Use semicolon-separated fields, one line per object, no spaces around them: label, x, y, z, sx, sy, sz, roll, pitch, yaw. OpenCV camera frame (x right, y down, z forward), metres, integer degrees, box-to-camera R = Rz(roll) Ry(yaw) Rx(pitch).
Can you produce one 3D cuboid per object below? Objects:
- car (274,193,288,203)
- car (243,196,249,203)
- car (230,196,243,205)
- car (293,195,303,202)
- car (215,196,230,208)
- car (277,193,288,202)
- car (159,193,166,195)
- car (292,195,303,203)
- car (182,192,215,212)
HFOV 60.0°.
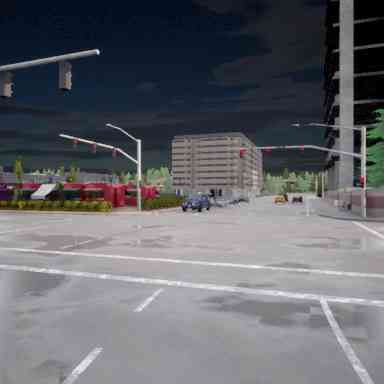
car;18.236;1.478;69.005;1.882;1.535;5.008;0;0;19
car;10.561;1.548;68.283;2.033;1.411;5.357;0;0;19
car;6.869;1.491;57.675;2.128;1.511;4.902;0;0;19
car;24.742;1.525;77.344;2.128;1.511;4.902;0;0;19
car;3.746;1.601;48.558;1.895;1.301;4.718;0;0;19
car;21.547;1.225;78.822;2.150;2.045;5.566;0;0;19
car;-7.964;1.209;81.445;4.605;1.855;1.932;0;0;19
car;21.449;1.478;67.601;1.882;1.535;5.008;0;0;19
car;0.597;1.221;39.317;2.150;2.045;5.566;0;0;19
